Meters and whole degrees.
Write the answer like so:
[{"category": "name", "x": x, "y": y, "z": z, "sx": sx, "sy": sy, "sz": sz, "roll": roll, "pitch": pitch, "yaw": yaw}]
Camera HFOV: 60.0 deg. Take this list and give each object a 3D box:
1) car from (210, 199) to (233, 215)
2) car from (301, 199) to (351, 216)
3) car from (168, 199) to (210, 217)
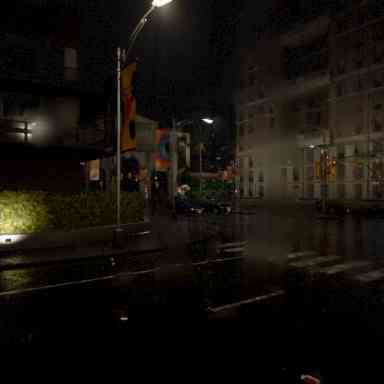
[{"category": "car", "x": 2.170, "y": 1.491, "z": 34.229, "sx": 2.128, "sy": 1.511, "sz": 4.902, "roll": 0, "pitch": 0, "yaw": -35}, {"category": "car", "x": 13.106, "y": 1.504, "z": 32.937, "sx": 1.837, "sy": 1.490, "sz": 4.892, "roll": 0, "pitch": 0, "yaw": -35}, {"category": "car", "x": -0.621, "y": 1.526, "z": 32.112, "sx": 1.812, "sy": 1.442, "sz": 4.674, "roll": 0, "pitch": 0, "yaw": -35}]
